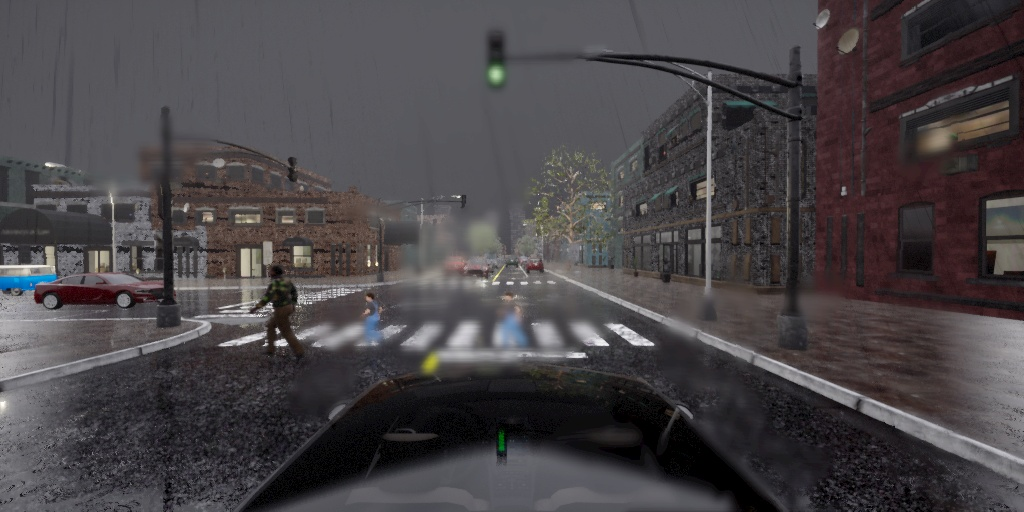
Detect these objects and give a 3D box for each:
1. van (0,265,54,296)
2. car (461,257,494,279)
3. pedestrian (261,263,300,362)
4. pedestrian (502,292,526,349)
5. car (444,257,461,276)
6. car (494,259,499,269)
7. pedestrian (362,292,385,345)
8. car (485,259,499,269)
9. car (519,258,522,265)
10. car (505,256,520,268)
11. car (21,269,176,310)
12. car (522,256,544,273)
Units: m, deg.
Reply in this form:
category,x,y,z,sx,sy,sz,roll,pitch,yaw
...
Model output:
category,x,y,z,sx,sy,sz,roll,pitch,yaw
van,-30.293,1.457,21.737,3.998,1.789,1.690,0,0,-1
car,-3.090,1.095,32.685,2.097,1.767,4.553,0,0,0
pedestrian,-4.371,1.043,6.784,0.375,1.860,0.375,-1,1,0
pedestrian,0.041,1.323,7.678,0.375,1.300,0.375,-1,1,0
car,-5.680,1.056,37.050,2.192,1.841,5.009,0,0,0
car,-3.088,1.231,42.840,2.128,1.511,4.902,0,0,0
pedestrian,-3.142,1.342,8.141,0.375,1.300,0.375,-1,1,0
car,-3.076,1.242,56.178,1.837,1.490,4.892,0,0,0
car,2.705,1.286,59.224,2.007,1.370,4.403,0,0,0
car,0.010,0.956,62.650,2.150,2.045,5.566,0,0,0
car,-18.057,1.475,16.071,5.008,1.535,1.882,-1,1,-1
car,2.702,1.055,42.592,2.192,1.841,5.009,0,0,0
